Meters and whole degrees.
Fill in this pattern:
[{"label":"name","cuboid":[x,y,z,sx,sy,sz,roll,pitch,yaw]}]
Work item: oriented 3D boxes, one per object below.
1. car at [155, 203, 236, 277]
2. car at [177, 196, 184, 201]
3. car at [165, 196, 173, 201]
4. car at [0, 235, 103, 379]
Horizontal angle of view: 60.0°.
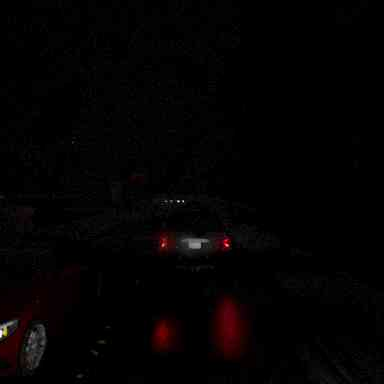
[{"label":"car","cuboid":[0.086,1.375,10.463,2.097,1.767,4.553,0,0,0]},{"label":"car","cuboid":[-3.081,1.666,91.822,1.994,1.385,4.181,0,0,0]},{"label":"car","cuboid":[-6.331,1.665,91.813,1.994,1.385,4.181,0,0,0]},{"label":"car","cuboid":[-2.836,1.539,5.675,1.812,1.442,4.674,0,0,0]}]
